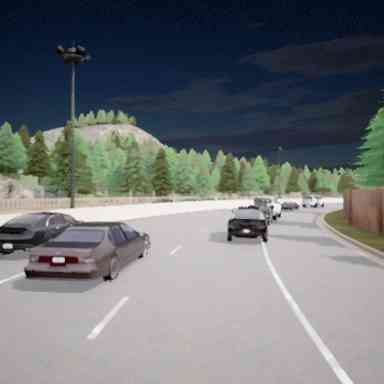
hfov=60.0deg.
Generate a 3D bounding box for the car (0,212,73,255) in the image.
[{"bbox_3d":[-5.704,1.553,13.370,1.837,1.490,4.892,0,0,8],"label":"car"}]

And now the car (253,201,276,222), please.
[{"bbox_3d":[5.103,1.663,25.488,1.837,1.490,4.892,0,0,18],"label":"car"}]

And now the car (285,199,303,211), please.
[{"bbox_3d":[13.607,1.868,46.504,1.994,1.385,4.181,0,0,33],"label":"car"}]

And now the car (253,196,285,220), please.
[{"bbox_3d":[6.834,1.415,30.435,2.150,2.045,5.566,0,0,21],"label":"car"}]

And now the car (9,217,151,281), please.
[{"bbox_3d":[-2.708,1.590,9.987,2.033,1.411,5.357,0,0,7],"label":"car"}]

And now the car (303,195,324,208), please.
[{"bbox_3d":[20.307,1.603,55.824,2.150,2.045,5.566,0,0,41],"label":"car"}]

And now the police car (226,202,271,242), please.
[{"bbox_3d":[2.920,1.530,17.202,1.930,1.638,5.238,0,0,12],"label":"police car"}]
